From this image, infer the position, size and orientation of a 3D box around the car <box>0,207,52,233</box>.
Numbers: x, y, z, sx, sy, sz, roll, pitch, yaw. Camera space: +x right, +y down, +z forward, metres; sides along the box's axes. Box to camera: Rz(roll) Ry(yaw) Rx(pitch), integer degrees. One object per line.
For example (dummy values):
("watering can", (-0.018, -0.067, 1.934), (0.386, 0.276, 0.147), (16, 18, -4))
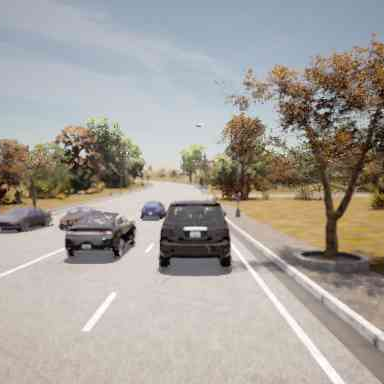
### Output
("car", (-10.601, 1.664, 20.923), (2.033, 1.411, 5.357), (0, 0, 0))

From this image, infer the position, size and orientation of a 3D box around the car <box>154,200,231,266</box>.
("car", (0.095, 1.289, 11.890), (2.150, 2.045, 5.566), (0, 0, 0))

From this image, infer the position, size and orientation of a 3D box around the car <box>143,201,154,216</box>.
("car", (-3.403, 1.513, 29.548), (1.812, 1.442, 4.674), (0, 2, 0))

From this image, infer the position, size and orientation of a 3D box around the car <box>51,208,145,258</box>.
("car", (-3.404, 1.567, 13.166), (2.128, 1.511, 4.902), (0, 0, 0))

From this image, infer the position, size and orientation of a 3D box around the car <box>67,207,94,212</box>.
("car", (-7.099, 1.681, 21.754), (1.994, 1.385, 4.181), (0, 0, 0))

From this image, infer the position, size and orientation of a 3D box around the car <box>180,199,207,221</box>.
("car", (0.096, 1.504, 28.754), (2.128, 1.511, 4.902), (0, 2, 0))
